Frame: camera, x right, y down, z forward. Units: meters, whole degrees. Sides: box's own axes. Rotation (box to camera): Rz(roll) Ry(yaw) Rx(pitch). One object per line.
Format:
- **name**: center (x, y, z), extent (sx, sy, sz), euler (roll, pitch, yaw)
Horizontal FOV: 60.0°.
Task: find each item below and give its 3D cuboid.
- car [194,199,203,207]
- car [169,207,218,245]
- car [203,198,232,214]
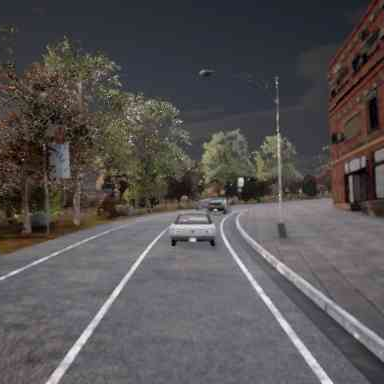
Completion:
- **car**: center (1.846, 1.486, 40.760), extent (1.837, 1.490, 4.892), euler (-3, -1, 23)
- **car**: center (0.105, 1.594, 15.376), extent (1.895, 1.301, 4.718), euler (0, 0, 2)
- **car**: center (2.804, 1.407, 33.266), extent (1.837, 1.490, 4.892), euler (-2, 0, 15)
